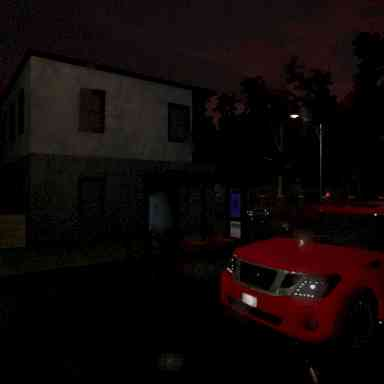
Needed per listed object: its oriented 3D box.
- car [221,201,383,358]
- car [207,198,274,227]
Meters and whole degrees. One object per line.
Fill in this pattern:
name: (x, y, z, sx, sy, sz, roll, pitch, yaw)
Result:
car: (3.208, 1.221, 6.291, 5.566, 2.045, 2.150, 0, 0, -31)
car: (3.271, 1.352, 23.400, 2.097, 1.767, 4.553, 0, 0, -36)
